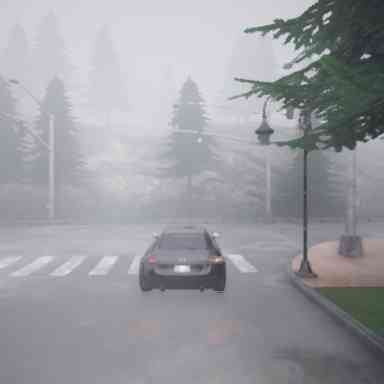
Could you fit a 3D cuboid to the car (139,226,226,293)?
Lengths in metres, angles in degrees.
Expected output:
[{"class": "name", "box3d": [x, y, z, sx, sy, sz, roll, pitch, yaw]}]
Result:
[{"class": "car", "box3d": [-0.184, 1.595, 8.997, 1.994, 1.385, 4.181, 0, 0, 1]}]
